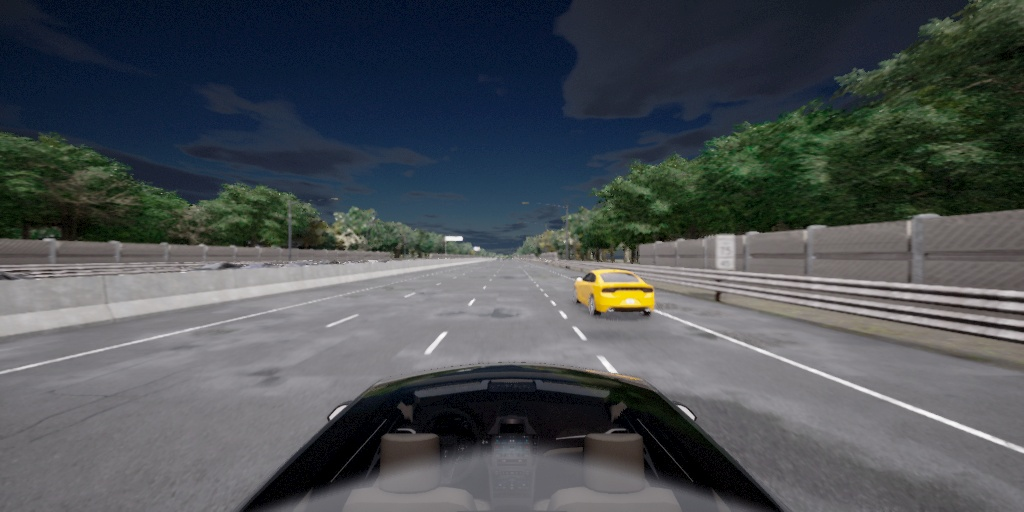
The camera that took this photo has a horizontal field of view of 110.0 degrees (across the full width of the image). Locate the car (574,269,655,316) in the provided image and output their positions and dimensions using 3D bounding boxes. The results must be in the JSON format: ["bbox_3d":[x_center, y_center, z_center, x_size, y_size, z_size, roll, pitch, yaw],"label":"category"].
[{"bbox_3d":[3.587,1.237,13.406,1.882,1.535,5.008,0,0,-1],"label":"car"}]

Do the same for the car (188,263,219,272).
[{"bbox_3d":[-24.601,1.293,29.961,1.812,1.442,4.674,0,0,0],"label":"car"}]

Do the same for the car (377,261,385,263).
[{"bbox_3d":[-17.601,1.393,47.935,1.994,1.385,4.181,0,0,0],"label":"car"}]

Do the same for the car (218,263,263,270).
[{"bbox_3d":[-21.103,1.316,29.927,2.033,1.411,5.357,0,0,0],"label":"car"}]

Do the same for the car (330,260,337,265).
[{"bbox_3d":[-24.601,1.345,47.901,1.837,1.490,4.892,0,0,0],"label":"car"}]

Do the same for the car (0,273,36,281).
[{"bbox_3d":[-17.596,1.261,11.032,1.837,1.490,4.892,0,0,0],"label":"car"}]

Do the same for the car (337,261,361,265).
[{"bbox_3d":[-21.101,1.386,47.918,1.994,1.385,4.181,0,0,0],"label":"car"}]

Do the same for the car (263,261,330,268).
[{"bbox_3d":[-17.606,1.260,29.647,2.128,1.511,4.902,0,0,0],"label":"car"}]
